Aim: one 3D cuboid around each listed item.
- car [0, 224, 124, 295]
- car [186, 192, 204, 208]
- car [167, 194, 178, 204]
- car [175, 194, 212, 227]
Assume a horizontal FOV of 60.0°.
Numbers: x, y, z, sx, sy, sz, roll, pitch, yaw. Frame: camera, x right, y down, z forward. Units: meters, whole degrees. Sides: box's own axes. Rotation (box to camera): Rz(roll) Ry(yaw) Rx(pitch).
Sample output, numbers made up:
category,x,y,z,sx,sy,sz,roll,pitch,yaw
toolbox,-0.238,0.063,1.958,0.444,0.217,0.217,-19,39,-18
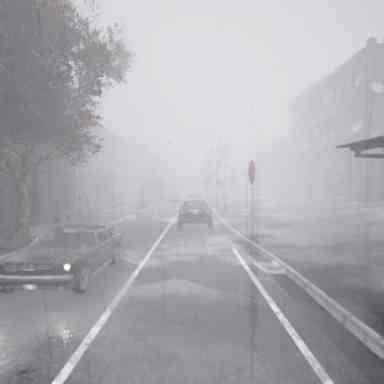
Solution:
category,x,y,z,sx,sy,sz,roll,pitch,yaw
car,-3.215,1.582,8.842,1.895,1.301,4.718,0,0,1
car,0.371,0.980,42.440,2.097,1.767,4.553,0,1,1
car,-2.703,1.061,51.163,2.033,1.411,5.357,0,1,1
car,0.205,1.237,22.183,2.097,1.767,4.553,0,1,0
